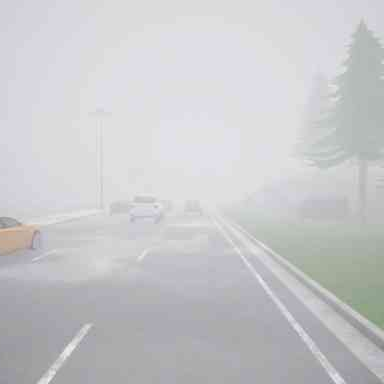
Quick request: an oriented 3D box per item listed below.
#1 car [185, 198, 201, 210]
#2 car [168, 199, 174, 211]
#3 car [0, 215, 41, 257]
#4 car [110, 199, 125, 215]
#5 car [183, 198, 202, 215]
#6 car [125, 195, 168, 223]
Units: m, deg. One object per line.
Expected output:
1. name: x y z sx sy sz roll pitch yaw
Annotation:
1. car: 0.133 1.547 44.515 2.033 1.411 5.357 0 0 1
2. car: -3.392 1.563 40.964 1.994 1.385 4.181 0 0 0
3. car: -6.901 1.477 11.175 1.882 1.535 5.008 0 0 0
4. car: -6.904 1.478 33.727 1.882 1.535 5.008 0 0 0
5. car: 0.091 1.547 34.439 2.033 1.411 5.357 0 0 0
6. car: -3.403 1.221 26.040 2.150 2.045 5.566 0 0 0
